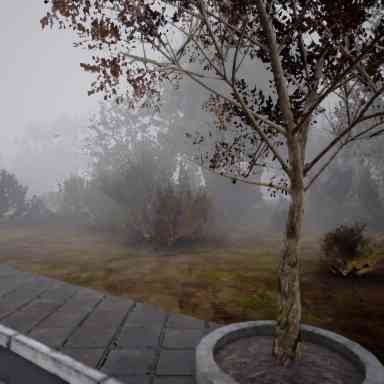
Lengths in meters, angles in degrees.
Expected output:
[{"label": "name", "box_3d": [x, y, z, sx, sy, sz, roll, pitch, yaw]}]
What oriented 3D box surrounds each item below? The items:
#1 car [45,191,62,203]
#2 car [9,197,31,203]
[{"label": "car", "box_3d": [-18.335, 0.941, 41.832, 2.150, 2.045, 5.566, 1, 0, 32]}, {"label": "car", "box_3d": [-18.813, 1.105, 34.123, 2.097, 1.767, 4.553, 1, 0, 32]}]
